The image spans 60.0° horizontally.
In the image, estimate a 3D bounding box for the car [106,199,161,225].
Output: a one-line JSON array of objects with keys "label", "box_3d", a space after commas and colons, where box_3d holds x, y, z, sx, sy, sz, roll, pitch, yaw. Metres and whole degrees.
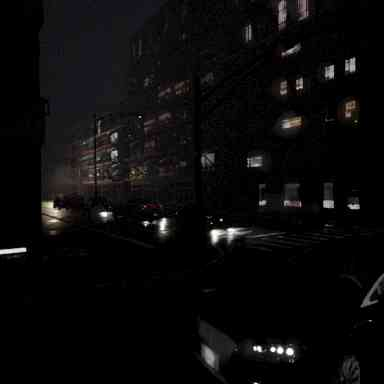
[{"label": "car", "box_3d": [-4.344, 1.509, 24.224, 1.887, 1.381, 4.507, -1, 1, -35]}]

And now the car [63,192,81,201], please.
[{"label": "car", "box_3d": [-25.016, 0.936, 69.247, 2.192, 1.841, 5.009, -1, 1, -35]}]

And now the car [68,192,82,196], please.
[{"label": "car", "box_3d": [-19.750, 1.210, 56.854, 2.128, 1.511, 4.902, -1, 1, -35]}]

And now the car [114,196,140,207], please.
[{"label": "car", "box_3d": [-8.999, 1.266, 45.987, 1.752, 1.417, 4.829, -1, 1, -35]}]

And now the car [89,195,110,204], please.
[{"label": "car", "box_3d": [-15.443, 1.217, 55.348, 1.752, 1.417, 4.829, -1, 1, -35]}]

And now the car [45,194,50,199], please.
[{"label": "car", "box_3d": [-34.778, 1.076, 83.431, 1.752, 1.417, 4.829, -1, 1, -35]}]

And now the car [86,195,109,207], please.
[{"label": "car", "box_3d": [-13.795, 1.267, 48.293, 1.837, 1.490, 4.892, -1, 1, -34]}]

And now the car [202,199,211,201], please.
[{"label": "car", "box_3d": [0.849, 1.360, 31.868, 1.887, 1.381, 4.507, -1, 1, -35]}]

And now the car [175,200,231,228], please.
[{"label": "car", "box_3d": [0.648, 1.508, 21.767, 1.994, 1.385, 4.181, -1, 1, -34]}]

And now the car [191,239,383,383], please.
[{"label": "car", "box_3d": [2.345, 1.490, 4.714, 4.902, 1.511, 2.128, 0, 0, -28]}]

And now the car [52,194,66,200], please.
[{"label": "car", "box_3d": [-31.459, 1.125, 78.611, 2.008, 1.369, 4.403, -1, 1, -35]}]

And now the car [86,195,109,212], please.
[{"label": "car", "box_3d": [-9.846, 1.426, 37.017, 1.994, 1.385, 4.181, -1, 1, -35]}]

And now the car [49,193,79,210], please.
[{"label": "car", "box_3d": [-15.802, 1.313, 41.093, 1.967, 1.590, 4.097, -1, 1, -35]}]

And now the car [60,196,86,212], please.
[{"label": "car", "box_3d": [-12.579, 1.449, 36.414, 2.008, 1.369, 4.403, -1, 1, -35]}]

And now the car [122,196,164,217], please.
[{"label": "car", "box_3d": [-4.248, 1.258, 28.872, 2.097, 1.767, 4.553, -1, 1, -35]}]
